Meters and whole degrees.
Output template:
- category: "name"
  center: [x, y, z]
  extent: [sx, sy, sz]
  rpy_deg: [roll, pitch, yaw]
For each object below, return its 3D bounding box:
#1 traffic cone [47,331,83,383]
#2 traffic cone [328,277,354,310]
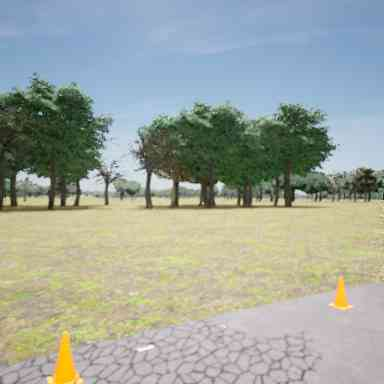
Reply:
- category: "traffic cone"
  center: [-1.508, 1.956, 3.958]
  extent: [0.340, 0.580, 0.340]
  rpy_deg: [0, 0, -33]
- category: "traffic cone"
  center: [2.971, 1.984, 6.625]
  extent: [0.340, 0.580, 0.340]
  rpy_deg: [0, 0, -28]
